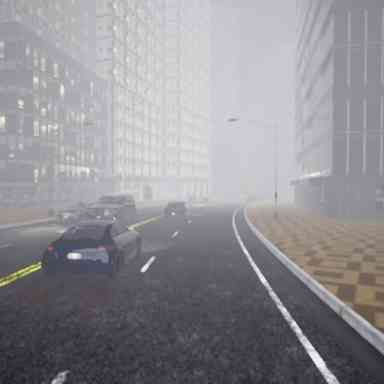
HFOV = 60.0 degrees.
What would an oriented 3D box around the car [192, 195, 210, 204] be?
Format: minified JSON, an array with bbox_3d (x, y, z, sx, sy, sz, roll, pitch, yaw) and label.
[{"bbox_3d":[2.123,1.444,62.377,2.128,1.511,4.902,0,0,16],"label":"car"}]

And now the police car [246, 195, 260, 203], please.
[{"bbox_3d":[12.962,1.444,72.235,1.930,1.638,5.238,1,0,19],"label":"police car"}]

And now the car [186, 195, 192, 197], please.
[{"bbox_3d":[-0.415,1.425,65.336,1.837,1.490,4.892,0,0,16],"label":"car"}]

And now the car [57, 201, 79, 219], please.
[{"bbox_3d":[-8.349,1.437,25.176,2.128,1.511,4.902,0,0,7],"label":"car"}]

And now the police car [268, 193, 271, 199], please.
[{"bbox_3d":[18.431,1.470,86.849,1.930,1.638,5.238,1,0,22],"label":"police car"}]

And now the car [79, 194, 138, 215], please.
[{"bbox_3d":[-5.346,1.182,22.815,2.150,2.045,5.566,0,0,6],"label":"car"}]

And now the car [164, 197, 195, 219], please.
[{"bbox_3d":[-1.176,1.475,28.774,1.837,1.490,4.892,0,0,7],"label":"car"}]

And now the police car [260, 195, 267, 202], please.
[{"bbox_3d":[16.264,1.459,81.412,1.930,1.638,5.238,1,0,21],"label":"police car"}]

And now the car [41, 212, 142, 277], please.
[{"bbox_3d":[-2.818,1.547,10.210,1.994,1.385,4.181,0,0,2],"label":"car"}]
